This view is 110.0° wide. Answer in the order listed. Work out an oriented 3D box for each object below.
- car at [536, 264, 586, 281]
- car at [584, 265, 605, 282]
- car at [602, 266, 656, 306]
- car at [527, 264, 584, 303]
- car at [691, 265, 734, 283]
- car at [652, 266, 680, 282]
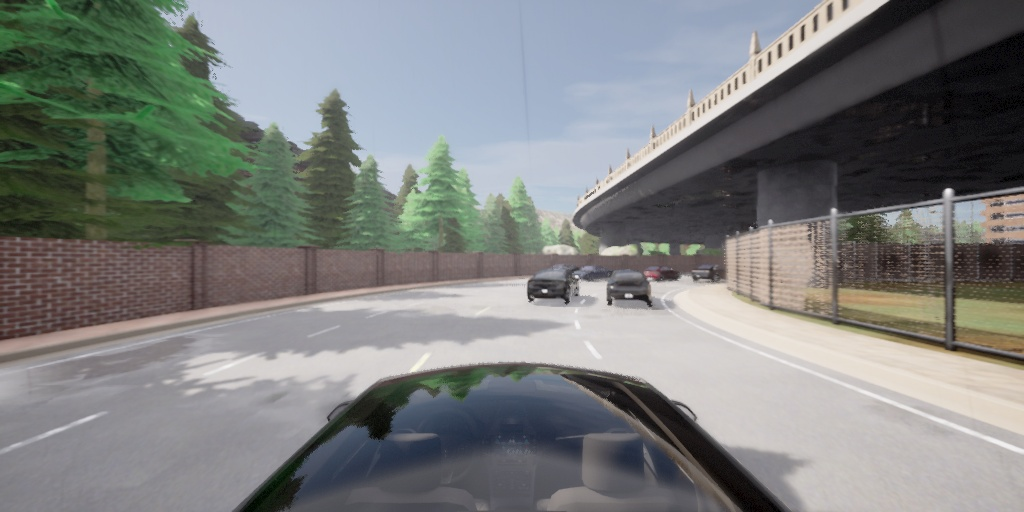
[{"bbox_3d":[4.803,1.519,34.564,4.902,1.511,2.128,0,-1,-43],"label":"car"},{"bbox_3d":[7.210,1.557,32.362,5.357,1.411,2.033,0,-1,-44],"label":"car"},{"bbox_3d":[5.482,1.383,16.790,1.837,1.490,4.892,-1,-1,18],"label":"car"},{"bbox_3d":[2.156,1.363,17.691,1.882,1.535,5.008,-1,-1,18],"label":"car"},{"bbox_3d":[17.657,1.493,31.267,4.902,1.511,2.128,0,-1,-32],"label":"car"},{"bbox_3d":[13.499,1.576,32.614,4.181,1.385,1.994,0,-1,-37],"label":"car"}]
